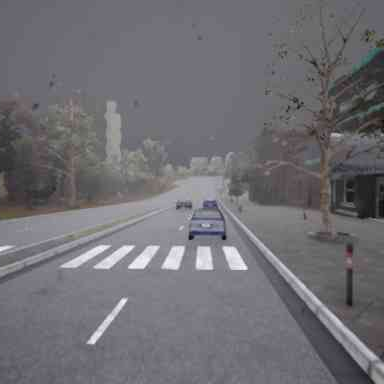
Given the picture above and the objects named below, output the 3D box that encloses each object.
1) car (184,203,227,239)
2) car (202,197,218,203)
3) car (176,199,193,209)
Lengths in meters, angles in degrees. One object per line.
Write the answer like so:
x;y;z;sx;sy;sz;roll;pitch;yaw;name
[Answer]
0.821;1.530;17.149;2.033;1.411;5.357;0;0;4;car
2.358;1.429;43.894;1.882;1.535;5.008;0;0;3;car
-0.928;1.536;43.313;1.895;1.301;4.718;0;0;3;car
